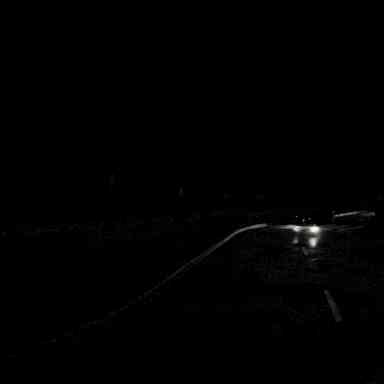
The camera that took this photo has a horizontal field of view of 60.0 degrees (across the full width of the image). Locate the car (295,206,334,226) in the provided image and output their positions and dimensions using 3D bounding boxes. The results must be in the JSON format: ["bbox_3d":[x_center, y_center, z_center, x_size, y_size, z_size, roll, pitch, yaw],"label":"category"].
[{"bbox_3d":[10.611,2.009,28.574,1.837,1.490,4.892,-4,-2,43],"label":"car"}]
